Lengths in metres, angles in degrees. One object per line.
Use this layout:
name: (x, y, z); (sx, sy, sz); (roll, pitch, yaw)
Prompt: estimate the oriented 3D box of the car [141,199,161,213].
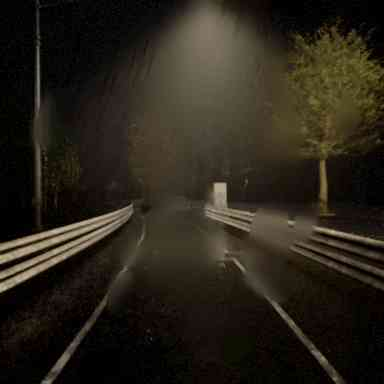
car: (-5.298, 1.673, 42.323); (2.097, 1.767, 4.553); (-1, -1, -15)
